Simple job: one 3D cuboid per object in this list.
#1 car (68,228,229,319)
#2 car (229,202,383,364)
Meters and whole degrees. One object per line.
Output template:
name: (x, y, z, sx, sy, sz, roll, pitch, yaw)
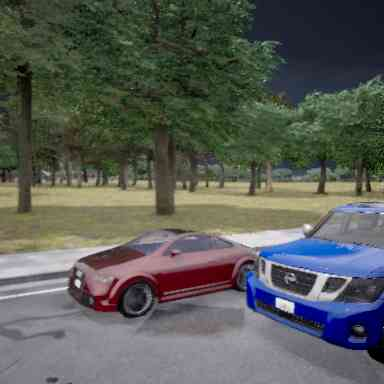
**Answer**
car: (-0.462, 1.519, 7.297, 4.181, 1.385, 1.994, 0, 0, -34)
car: (3.558, 1.220, 6.093, 5.566, 2.045, 2.150, 1, 0, -34)
